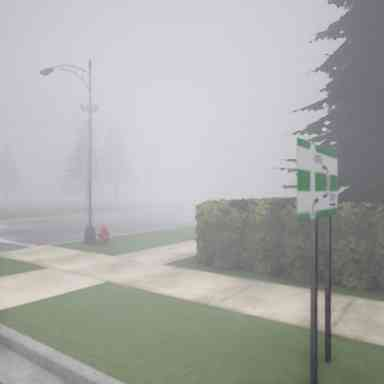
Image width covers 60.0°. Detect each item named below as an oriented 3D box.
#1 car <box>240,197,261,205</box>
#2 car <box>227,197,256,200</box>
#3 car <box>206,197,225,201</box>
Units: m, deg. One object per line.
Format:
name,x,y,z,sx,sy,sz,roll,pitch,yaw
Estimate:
car,10.153,1.551,57.572,1.994,1.385,4.181,0,0,36
car,7.161,1.466,47.396,1.882,1.535,5.008,0,0,36
car,4.051,1.464,49.072,1.882,1.535,5.008,0,0,37
